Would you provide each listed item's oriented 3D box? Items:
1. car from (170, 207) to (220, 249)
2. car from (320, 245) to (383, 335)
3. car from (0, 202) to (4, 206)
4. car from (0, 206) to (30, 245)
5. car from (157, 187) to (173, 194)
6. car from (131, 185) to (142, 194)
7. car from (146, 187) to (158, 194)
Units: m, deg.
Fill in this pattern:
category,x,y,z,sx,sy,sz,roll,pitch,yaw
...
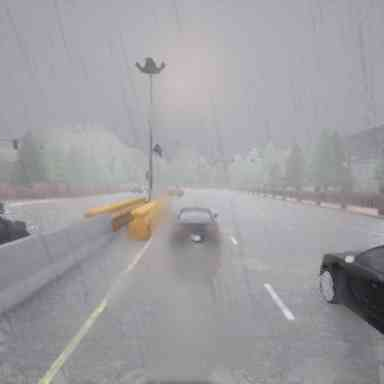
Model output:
category,x,y,z,sx,sy,sz,roll,pitch,yaw
car,0.124,1.329,13.517,1.812,1.442,4.674,0,1,0
car,3.604,1.467,4.975,1.882,1.535,5.008,0,1,0
car,-14.005,1.095,21.094,1.882,1.535,5.008,0,1,1
car,-7.085,1.431,10.314,2.033,1.411,5.357,0,1,0
car,-6.577,-0.352,81.522,2.128,1.511,4.902,0,1,0
car,-13.577,-0.655,81.653,2.150,2.045,5.566,0,1,0
car,-10.077,-0.354,81.543,1.812,1.442,4.674,0,1,0
